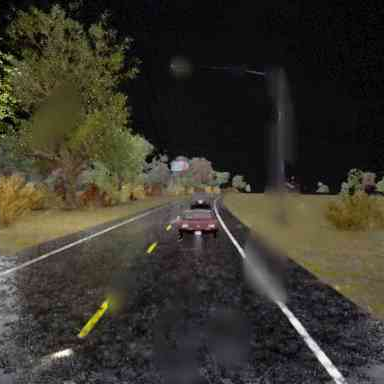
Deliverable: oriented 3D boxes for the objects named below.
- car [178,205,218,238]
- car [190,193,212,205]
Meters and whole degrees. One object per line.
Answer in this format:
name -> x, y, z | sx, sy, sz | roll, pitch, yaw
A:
car -> 0.340, 1.587, 17.531 | 1.895, 1.301, 4.718 | 0, 0, 1
car -> 0.993, 1.111, 35.920 | 2.150, 2.045, 5.566 | 0, 0, 3
